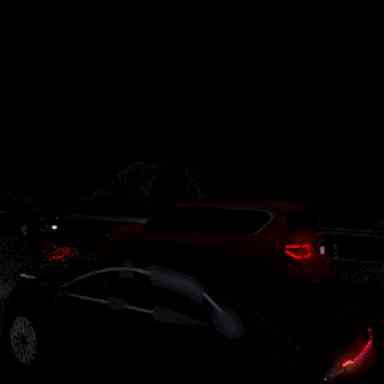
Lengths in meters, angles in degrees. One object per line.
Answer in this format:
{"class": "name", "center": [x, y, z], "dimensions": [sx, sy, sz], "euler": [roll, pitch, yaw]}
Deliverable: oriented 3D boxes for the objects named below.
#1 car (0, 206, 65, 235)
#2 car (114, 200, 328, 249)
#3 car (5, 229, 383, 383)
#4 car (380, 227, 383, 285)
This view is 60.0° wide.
{"class": "car", "center": [-8.917, 1.496, 17.753], "dimensions": [4.892, 1.490, 1.837], "euler": [0, 0, 30]}
{"class": "car", "center": [0.295, 1.213, 7.907], "dimensions": [5.566, 2.045, 2.150], "euler": [0, 0, 34]}
{"class": "car", "center": [-0.418, 1.487, 4.133], "dimensions": [4.902, 1.511, 2.128], "euler": [0, 0, 34]}
{"class": "car", "center": [7.034, 1.585, 7.487], "dimensions": [4.718, 1.301, 1.895], "euler": [0, 0, 36]}
